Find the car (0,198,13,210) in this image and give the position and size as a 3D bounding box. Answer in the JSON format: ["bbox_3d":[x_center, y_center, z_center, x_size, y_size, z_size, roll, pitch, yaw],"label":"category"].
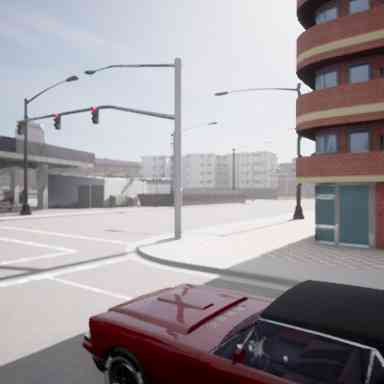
[{"bbox_3d":[-22.839,1.423,39.140,3.806,1.475,1.970,0,0,36],"label":"car"}]

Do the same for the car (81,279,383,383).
[{"bbox_3d":[1.064,1.600,3.214,4.718,1.301,1.895,0,0,36],"label":"car"}]
